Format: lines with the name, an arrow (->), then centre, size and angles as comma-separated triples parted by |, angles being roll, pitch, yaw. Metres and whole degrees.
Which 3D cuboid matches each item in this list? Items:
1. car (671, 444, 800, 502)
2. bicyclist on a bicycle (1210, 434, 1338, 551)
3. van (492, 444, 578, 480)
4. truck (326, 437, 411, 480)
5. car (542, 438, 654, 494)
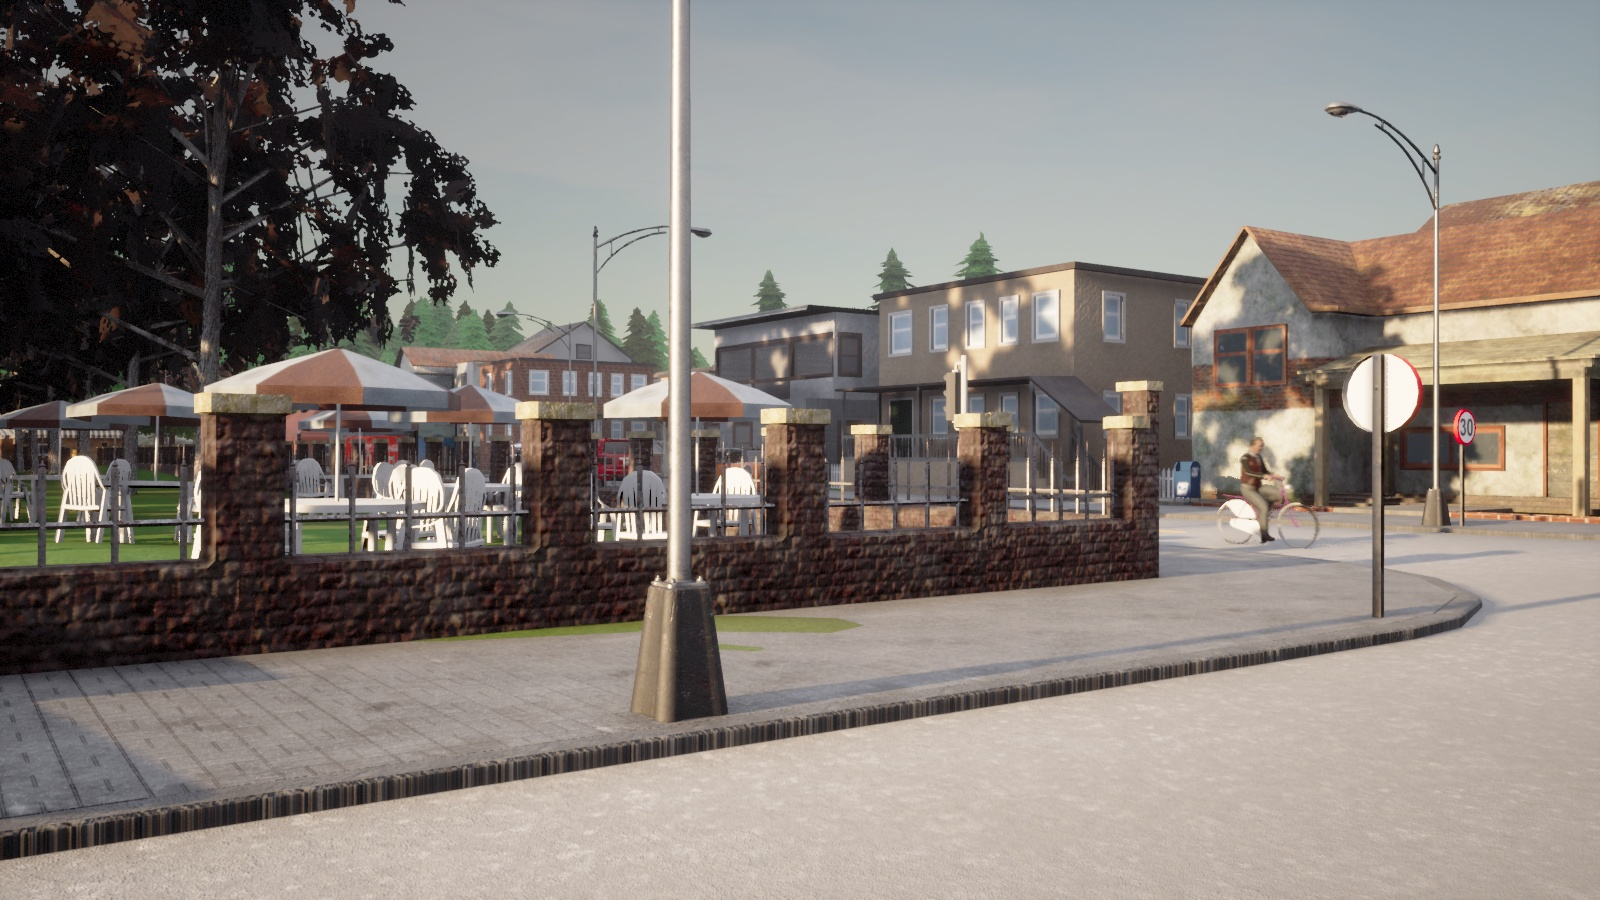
car -> -2.155, 0.708, 40.806 | 2.097, 1.767, 4.553 | 0, 0, -35
bicyclist on a bicycle -> 7.518, 0.648, 20.002 | 0.659, 1.776, 1.843 | 0, 0, -35
van -> -15.524, 0.684, 73.548 | 4.480, 2.038, 2.069 | 0, 0, -35
truck -> -26.218, 0.498, 76.209 | 5.204, 2.467, 2.627 | 0, 0, 42
car -> -7.976, 0.601, 49.126 | 2.150, 2.045, 5.566 | 0, 0, -35
